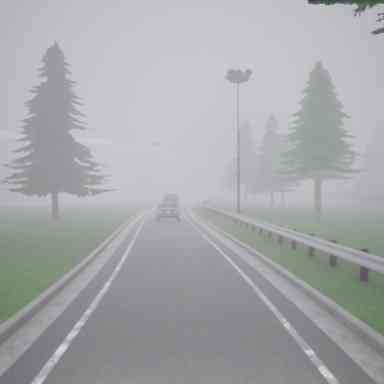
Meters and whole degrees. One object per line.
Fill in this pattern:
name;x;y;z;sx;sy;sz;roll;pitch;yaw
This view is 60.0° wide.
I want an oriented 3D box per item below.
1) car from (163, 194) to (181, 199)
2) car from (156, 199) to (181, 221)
car;-2.669;1.229;43.792;2.150;2.045;5.566;0;0;0
car;-1.964;1.553;27.181;2.033;1.411;5.357;0;0;-5
